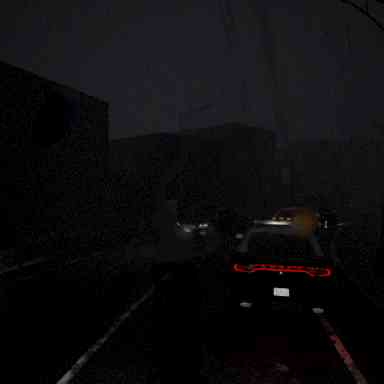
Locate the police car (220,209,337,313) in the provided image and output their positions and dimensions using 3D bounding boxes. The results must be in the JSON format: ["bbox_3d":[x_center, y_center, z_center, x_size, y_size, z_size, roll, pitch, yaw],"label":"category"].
[{"bbox_3d":[2.045,1.428,7.940,1.930,1.638,5.238,0,0,13],"label":"police car"}]

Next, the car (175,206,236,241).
[{"bbox_3d":[0.829,1.470,16.974,2.128,1.511,4.902,0,0,25],"label":"car"}]

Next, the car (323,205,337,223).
[{"bbox_3d":[8.024,1.537,21.441,1.837,1.490,4.892,1,0,34],"label":"car"}]

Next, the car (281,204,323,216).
[{"bbox_3d":[5.182,1.493,16.610,1.882,1.535,5.008,1,0,26],"label":"car"}]
